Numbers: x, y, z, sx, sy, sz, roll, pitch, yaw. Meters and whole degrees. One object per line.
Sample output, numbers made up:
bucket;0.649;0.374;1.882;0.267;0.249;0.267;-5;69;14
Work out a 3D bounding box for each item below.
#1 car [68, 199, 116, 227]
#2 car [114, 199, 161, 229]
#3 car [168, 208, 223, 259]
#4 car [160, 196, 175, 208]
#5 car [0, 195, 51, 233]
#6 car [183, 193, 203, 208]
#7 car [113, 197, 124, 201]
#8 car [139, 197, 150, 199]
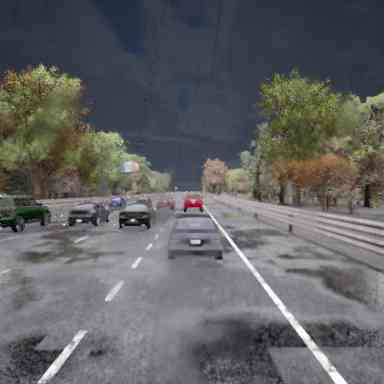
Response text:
car;-6.871;1.481;22.649;1.837;1.490;4.892;0;1;0
car;-3.375;1.454;21.432;1.882;1.535;5.008;0;0;0
car;0.110;1.534;12.433;2.033;1.411;5.357;0;0;0
car;-3.336;1.308;43.512;2.097;1.767;4.553;0;0;0
car;-10.376;1.200;19.581;2.150;2.045;5.566;0;0;0
car;0.158;1.184;39.349;2.150;2.045;5.566;0;0;0
car;-10.330;1.478;46.607;1.812;1.442;4.674;0;0;0
car;-6.827;1.458;48.322;1.837;1.490;4.892;0;0;0
